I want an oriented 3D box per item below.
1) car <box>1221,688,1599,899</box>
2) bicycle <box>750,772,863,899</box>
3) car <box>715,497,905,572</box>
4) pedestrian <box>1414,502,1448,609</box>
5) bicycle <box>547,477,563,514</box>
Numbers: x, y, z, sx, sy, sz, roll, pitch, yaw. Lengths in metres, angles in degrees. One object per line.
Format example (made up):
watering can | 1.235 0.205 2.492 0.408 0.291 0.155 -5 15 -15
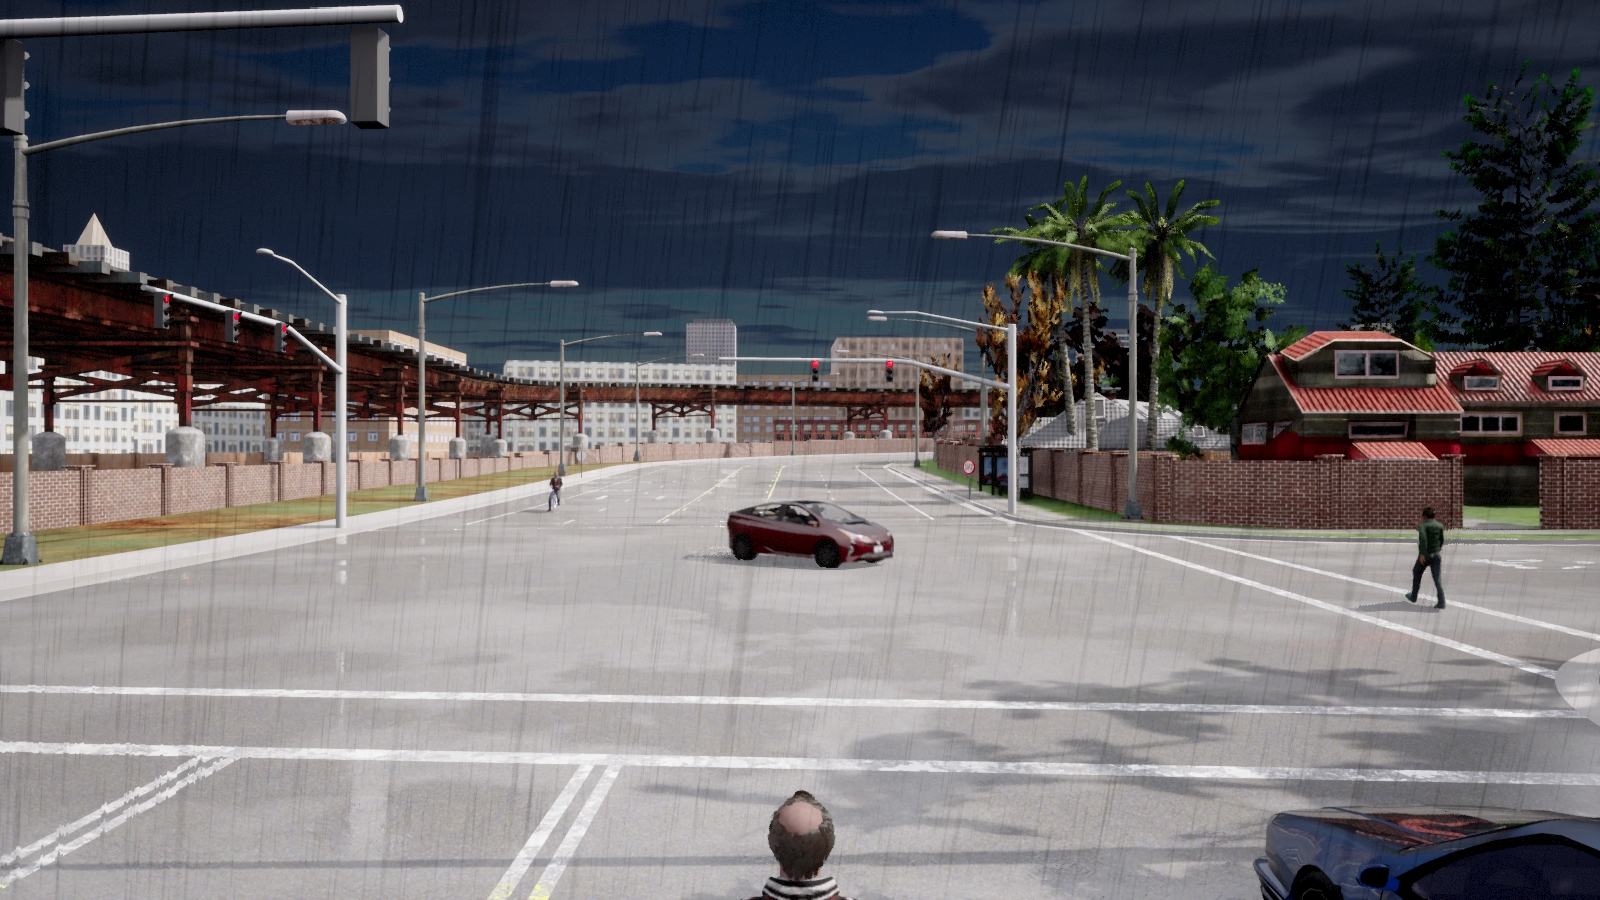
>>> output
car | 3.467 2.106 4.038 2.033 1.411 5.357 0 0 1
bicycle | 0.019 2.048 3.681 0.329 1.496 1.835 0 0 0
car | 0.180 2.024 28.361 4.514 1.525 2.007 0 0 42
pedestrian | 11.117 1.848 20.127 0.375 1.860 0.375 0 0 -3
bicycle | -10.519 1.934 49.111 0.329 1.496 1.835 0 0 0
